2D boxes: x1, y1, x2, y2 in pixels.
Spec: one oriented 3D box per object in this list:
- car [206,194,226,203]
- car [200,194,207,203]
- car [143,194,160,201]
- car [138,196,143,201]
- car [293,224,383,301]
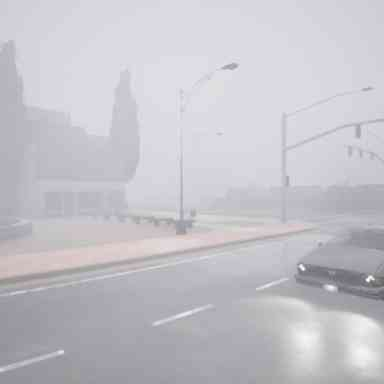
[{"bbox_3d":[5.585,1.615,69.899,3.806,1.475,1.970,0,0,-44],"label":"car"},{"bbox_3d":[3.599,1.384,72.007,3.866,1.878,1.905,0,0,-44],"label":"car"},{"bbox_3d":[-9.937,1.438,86.215,3.866,1.878,1.905,0,0,-44],"label":"car"},{"bbox_3d":[-11.890,1.443,88.351,4.605,1.855,1.932,0,0,-44],"label":"car"},{"bbox_3d":[4.729,1.573,8.620,5.357,1.411,2.033,0,0,-44],"label":"car"}]
